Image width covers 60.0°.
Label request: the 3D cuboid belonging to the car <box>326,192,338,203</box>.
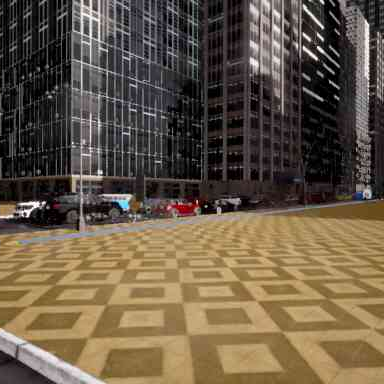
[{"bbox_3d":[21.019,0.839,53.070,2.192,1.841,5.009,1,1,40],"label":"car"}]

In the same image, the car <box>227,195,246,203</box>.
[{"bbox_3d":[4.596,1.176,42.735,1.812,1.442,4.674,0,1,41],"label":"car"}]

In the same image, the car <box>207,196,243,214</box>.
[{"bbox_3d":[2.602,1.320,31.398,1.947,1.339,4.313,1,1,40],"label":"car"}]

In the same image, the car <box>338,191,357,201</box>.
[{"bbox_3d":[28.515,0.957,61.856,1.752,1.417,4.829,1,1,40],"label":"car"}]

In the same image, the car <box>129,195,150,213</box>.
[{"bbox_3d":[-3.687,1.301,33.064,2.033,1.411,5.357,0,1,40],"label":"car"}]

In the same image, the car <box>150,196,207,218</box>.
[{"bbox_3d":[-1.047,1.240,27.033,1.967,1.590,4.097,1,1,40],"label":"car"}]

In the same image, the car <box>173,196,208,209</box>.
[{"bbox_3d":[-0.123,1.219,41.229,1.887,1.381,4.507,1,1,40],"label":"car"}]

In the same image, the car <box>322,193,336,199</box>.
[{"bbox_3d":[33.123,0.829,80.165,1.947,1.339,4.313,1,1,40],"label":"car"}]

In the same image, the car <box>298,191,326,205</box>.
[{"bbox_3d":[17.325,0.885,48.744,2.192,1.841,5.009,1,1,40],"label":"car"}]

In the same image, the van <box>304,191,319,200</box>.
[{"bbox_3d":[25.737,0.694,71.507,1.690,1.788,3.998,1,1,40],"label":"van"}]

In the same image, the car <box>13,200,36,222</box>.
[{"bbox_3d":[-10.399,1.059,25.193,2.150,2.045,5.566,0,1,40],"label":"car"}]

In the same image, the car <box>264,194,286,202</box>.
[{"bbox_3d":[14.656,1.056,58.530,1.947,1.339,4.313,1,1,40],"label":"car"}]

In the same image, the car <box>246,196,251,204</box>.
[{"bbox_3d":[7.268,1.148,49.876,1.947,1.339,4.313,1,1,40],"label":"car"}]

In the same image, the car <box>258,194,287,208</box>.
[{"bbox_3d":[9.938,1.244,40.094,1.802,1.307,4.206,1,1,40],"label":"car"}]

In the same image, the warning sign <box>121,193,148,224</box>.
[{"bbox_3d":[-3.545,0.977,20.655,1.300,1.860,1.060,0,0,40],"label":"warning sign"}]

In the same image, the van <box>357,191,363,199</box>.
[{"bbox_3d":[35.792,0.683,70.379,1.690,1.788,3.998,1,1,40],"label":"van"}]

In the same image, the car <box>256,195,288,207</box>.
[{"bbox_3d":[11.027,1.160,45.443,2.033,1.411,5.357,0,1,41],"label":"car"}]

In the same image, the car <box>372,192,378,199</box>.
[{"bbox_3d":[39.484,0.847,74.709,2.008,1.369,4.403,1,1,40],"label":"car"}]

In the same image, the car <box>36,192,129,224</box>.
[{"bbox_3d":[-7.576,1.069,23.530,2.150,2.045,5.566,0,1,40],"label":"car"}]
